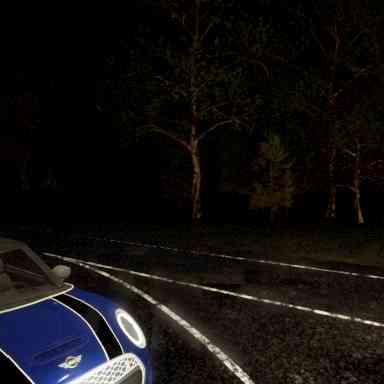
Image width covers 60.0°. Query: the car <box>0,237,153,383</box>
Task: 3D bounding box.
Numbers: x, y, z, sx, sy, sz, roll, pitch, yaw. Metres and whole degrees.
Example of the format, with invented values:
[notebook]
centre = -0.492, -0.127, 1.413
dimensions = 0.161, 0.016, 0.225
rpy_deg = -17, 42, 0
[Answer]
[car]
centre = -2.596, 1.338, 3.735
dimensions = 4.553, 1.767, 2.097
rpy_deg = 1, 0, 35
